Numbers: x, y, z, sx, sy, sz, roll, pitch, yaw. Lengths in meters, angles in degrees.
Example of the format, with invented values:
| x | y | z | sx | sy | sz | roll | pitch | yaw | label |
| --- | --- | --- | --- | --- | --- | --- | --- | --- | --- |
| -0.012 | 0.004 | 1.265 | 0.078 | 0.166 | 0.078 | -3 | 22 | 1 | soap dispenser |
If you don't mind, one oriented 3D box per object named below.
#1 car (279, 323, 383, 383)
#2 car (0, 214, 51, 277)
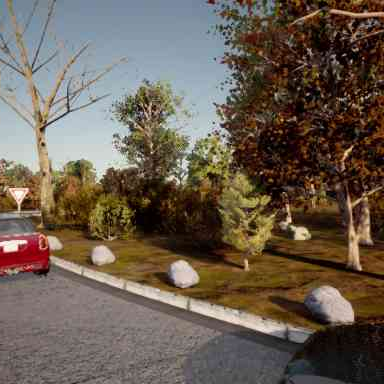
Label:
| x | y | z | sx | sy | sz | roll | pitch | yaw | label |
| --- | --- | --- | --- | --- | --- | --- | --- | --- | --- |
| 2.620 | 1.565 | 2.027 | 4.181 | 1.385 | 1.994 | 0 | 0 | 34 | car |
| -5.873 | 1.400 | 9.530 | 4.553 | 1.767 | 2.097 | -1 | 0 | 45 | car |
